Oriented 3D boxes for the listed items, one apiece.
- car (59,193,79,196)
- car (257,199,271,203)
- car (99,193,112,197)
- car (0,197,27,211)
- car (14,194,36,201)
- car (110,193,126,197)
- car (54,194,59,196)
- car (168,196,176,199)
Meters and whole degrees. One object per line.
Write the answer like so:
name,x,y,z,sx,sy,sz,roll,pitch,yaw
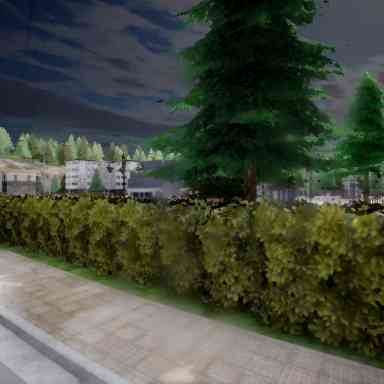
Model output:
car,-28.351,1.154,79.501,2.152,1.636,5.027,0,0,43
car,9.641,1.352,44.229,2.097,1.767,4.553,0,0,43
car,-16.680,1.097,68.992,1.932,1.855,4.605,0,0,43
car,-21.212,1.340,37.210,2.007,1.523,4.514,0,0,43
car,-40.737,1.298,81.094,2.007,1.523,4.514,0,0,43
car,-10.566,1.384,52.768,1.970,1.475,3.806,0,0,43
car,-33.228,1.232,83.685,1.970,1.475,3.806,0,0,43
car,-3.296,1.374,56.098,1.845,1.501,3.633,0,0,43
